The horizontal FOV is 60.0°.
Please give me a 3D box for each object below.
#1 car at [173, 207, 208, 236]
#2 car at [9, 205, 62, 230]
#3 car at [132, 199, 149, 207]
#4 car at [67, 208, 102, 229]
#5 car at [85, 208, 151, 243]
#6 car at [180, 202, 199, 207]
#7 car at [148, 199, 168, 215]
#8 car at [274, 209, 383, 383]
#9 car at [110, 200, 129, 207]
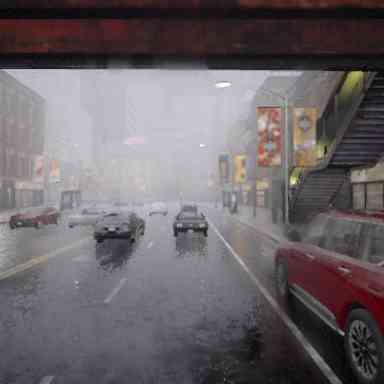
[{"bbox_3d":[-0.095,1.806,19.784,1.895,1.301,4.718,0,-1,-1],"label":"car"},{"bbox_3d":[-10.836,1.724,23.335,1.882,1.535,5.008,0,-1,-1],"label":"car"},{"bbox_3d":[-10.539,2.184,65.743,1.837,1.490,4.892,1,0,-22],"label":"car"},{"bbox_3d":[-7.344,1.852,23.972,1.895,1.301,4.718,0,-1,-1],"label":"car"},{"bbox_3d":[-3.565,1.727,17.162,2.033,1.411,5.357,0,-1,-1],"label":"car"},{"bbox_3d":[-0.301,1.895,37.617,1.837,1.490,4.892,0,-1,-1],"label":"car"},{"bbox_3d":[-3.825,1.927,38.557,1.812,1.442,4.674,0,-1,-1],"label":"car"},{"bbox_3d":[3.019,1.285,5.468,2.435,2.045,5.566,0,-1,-1],"label":"car"},{"bbox_3d":[-13.787,2.219,64.653,2.033,1.411,5.357,0,-1,-26],"label":"car"}]
